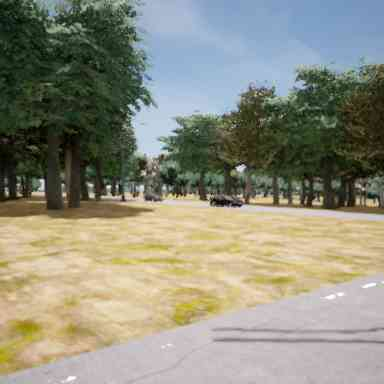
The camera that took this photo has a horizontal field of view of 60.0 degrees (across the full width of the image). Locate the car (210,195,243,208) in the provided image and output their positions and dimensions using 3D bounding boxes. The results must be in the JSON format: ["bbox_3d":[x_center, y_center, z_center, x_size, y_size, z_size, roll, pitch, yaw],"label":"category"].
[{"bbox_3d":[4.394,1.181,42.894,1.882,1.535,5.008,0,1,-39],"label":"car"}]

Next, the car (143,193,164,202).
[{"bbox_3d":[-6.690,1.012,57.501,1.837,1.490,4.892,0,1,-36],"label":"car"}]
